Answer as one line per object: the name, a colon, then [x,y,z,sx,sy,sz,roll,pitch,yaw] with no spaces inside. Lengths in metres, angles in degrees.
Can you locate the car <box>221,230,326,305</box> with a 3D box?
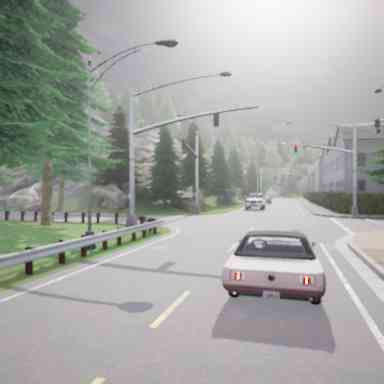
car: [2.061,1.587,8.193,1.895,1.301,4.718,0,0,16]

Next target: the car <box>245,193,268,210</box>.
car: [7.993,1.152,41.841,2.150,2.045,5.566,0,0,16]

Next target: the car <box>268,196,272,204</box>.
car: [13.306,1.390,59.900,2.128,1.511,4.902,0,0,17]
